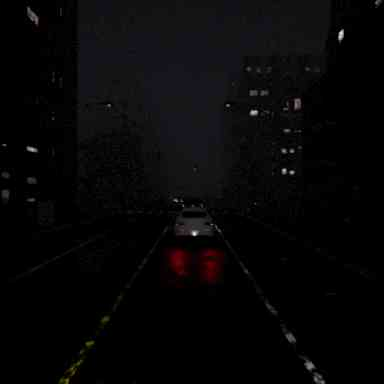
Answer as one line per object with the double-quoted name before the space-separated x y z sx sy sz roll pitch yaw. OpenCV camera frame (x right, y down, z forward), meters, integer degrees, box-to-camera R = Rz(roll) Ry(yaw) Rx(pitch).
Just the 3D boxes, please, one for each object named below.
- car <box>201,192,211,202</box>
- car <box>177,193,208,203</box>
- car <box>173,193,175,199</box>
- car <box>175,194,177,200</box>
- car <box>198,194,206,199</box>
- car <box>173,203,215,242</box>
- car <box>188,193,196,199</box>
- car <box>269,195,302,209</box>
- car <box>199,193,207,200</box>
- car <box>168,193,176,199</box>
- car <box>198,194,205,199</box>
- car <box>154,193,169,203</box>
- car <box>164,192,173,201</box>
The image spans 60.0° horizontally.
"car" 2.702 1.253 64.865 1.887 1.381 4.507 0 0 0
"car" -0.058 1.203 30.028 2.097 1.767 4.553 0 0 -3
"car" -5.676 0.984 76.127 2.192 1.841 5.009 0 0 0
"car" -2.987 1.133 80.507 1.882 1.535 5.008 0 0 0
"car" 2.705 1.185 87.386 2.008 1.369 4.403 0 0 0
"car" 0.102 1.443 15.851 1.812 1.442 4.674 0 0 0
"car" 0.013 1.129 88.333 1.837 1.490 4.892 0 0 0
"car" 13.473 1.377 46.912 5.009 1.841 2.192 1 -1 -1
"car" 2.705 1.091 81.756 1.967 1.590 4.097 0 0 0
"car" -5.674 1.057 93.018 1.967 1.590 4.097 0 0 0
"car" 2.706 1.162 93.016 1.887 1.381 4.507 0 0 0
"car" -5.679 1.295 59.236 1.947 1.339 4.313 0 0 0
"car" -5.677 1.214 70.328 1.752 1.417 4.829 0 0 0
